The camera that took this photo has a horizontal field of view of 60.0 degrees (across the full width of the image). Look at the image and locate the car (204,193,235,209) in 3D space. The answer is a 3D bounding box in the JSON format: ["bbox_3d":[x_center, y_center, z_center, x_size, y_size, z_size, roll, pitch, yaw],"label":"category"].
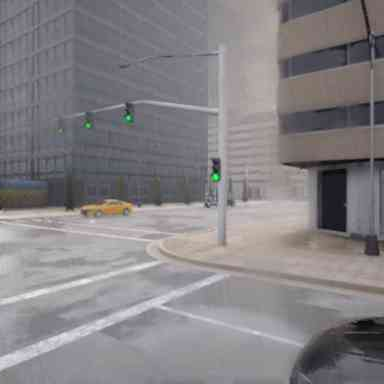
[{"bbox_3d":[3.815,1.164,45.004,2.150,2.045,5.566,0,0,36],"label":"car"}]

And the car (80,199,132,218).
[{"bbox_3d":[-7.512,1.420,29.451,1.882,1.535,5.008,0,0,36],"label":"car"}]

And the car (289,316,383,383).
[{"bbox_3d":[3.021,1.495,1.810,4.902,1.511,2.128,0,0,36],"label":"car"}]
